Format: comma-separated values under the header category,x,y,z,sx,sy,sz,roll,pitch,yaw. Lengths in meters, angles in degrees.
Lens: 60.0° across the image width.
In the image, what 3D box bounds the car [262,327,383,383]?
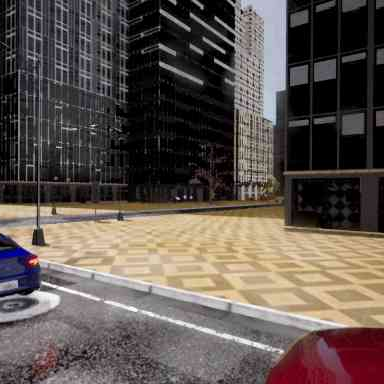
category,x,y,z,sx,sy,sz,roll,pitch,yaw
car,2.437,1.564,1.937,4.181,1.385,1.994,0,0,35

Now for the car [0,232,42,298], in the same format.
category,x,y,z,sx,sy,sz,roll,pitch,yaw
car,-5.160,1.523,7.371,4.674,1.442,1.812,0,0,36

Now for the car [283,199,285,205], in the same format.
category,x,y,z,sx,sy,sz,roll,pitch,yaw
car,18.999,1.789,63.569,1.837,1.490,4.892,1,-2,37
